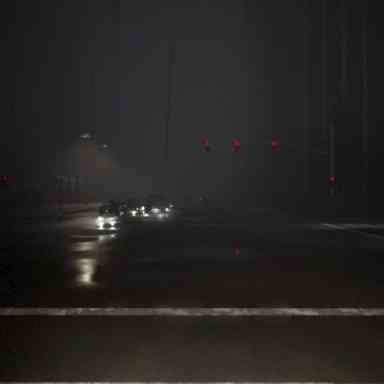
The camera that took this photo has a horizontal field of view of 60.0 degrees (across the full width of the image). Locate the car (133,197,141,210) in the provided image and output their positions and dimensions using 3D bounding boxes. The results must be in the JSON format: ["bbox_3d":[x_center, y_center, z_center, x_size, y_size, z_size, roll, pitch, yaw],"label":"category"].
[{"bbox_3d":[-7.725,1.465,42.148,1.882,1.535,5.008,0,0,-1],"label":"car"}]

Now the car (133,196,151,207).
[{"bbox_3d":[-7.823,1.476,52.532,2.128,1.511,4.902,0,0,-1],"label":"car"}]

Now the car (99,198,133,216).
[{"bbox_3d":[-7.704,1.482,32.845,2.128,1.511,4.902,0,0,2],"label":"car"}]

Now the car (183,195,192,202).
[{"bbox_3d":[-0.958,1.455,75.364,1.882,1.535,5.008,0,0,-1],"label":"car"}]

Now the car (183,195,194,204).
[{"bbox_3d":[-0.758,1.332,65.361,2.097,1.767,4.553,0,0,-1],"label":"car"}]

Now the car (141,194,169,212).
[{"bbox_3d":[-4.186,1.210,38.479,2.150,2.045,5.566,0,0,-1],"label":"car"}]

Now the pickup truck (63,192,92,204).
[{"bbox_3d":[-20.926,1.041,59.994,2.390,2.098,6.274,0,0,30],"label":"pickup truck"}]

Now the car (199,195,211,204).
[{"bbox_3d":[2.748,1.472,64.776,2.128,1.511,4.902,0,0,-1],"label":"car"}]

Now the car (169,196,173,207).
[{"bbox_3d":[-4.281,1.586,48.426,1.895,1.301,4.718,0,0,-1],"label":"car"}]

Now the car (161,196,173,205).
[{"bbox_3d":[-4.367,1.460,58.865,1.882,1.535,5.008,0,0,0],"label":"car"}]

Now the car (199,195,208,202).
[{"bbox_3d":[2.545,1.502,75.160,1.812,1.442,4.674,0,0,-1],"label":"car"}]
